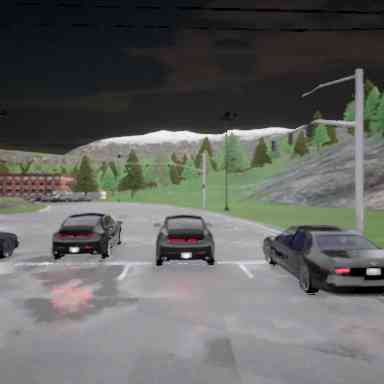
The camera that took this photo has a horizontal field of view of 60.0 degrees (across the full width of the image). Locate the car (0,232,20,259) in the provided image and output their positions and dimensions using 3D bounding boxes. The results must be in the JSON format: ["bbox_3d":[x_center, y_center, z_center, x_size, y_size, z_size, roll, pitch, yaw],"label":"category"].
[{"bbox_3d":[-7.176,1.589,9.798,2.033,1.411,5.357,0,0,-3],"label":"car"}]

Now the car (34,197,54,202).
[{"bbox_3d":[-38.561,1.879,86.701,4.718,1.301,1.895,0,0,21],"label":"car"}]

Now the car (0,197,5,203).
[{"bbox_3d":[-46.546,1.799,78.318,5.008,1.535,1.882,0,0,14],"label":"car"}]

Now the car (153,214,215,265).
[{"bbox_3d":[-0.313,1.556,11.961,1.837,1.490,4.892,0,0,-4],"label":"car"}]

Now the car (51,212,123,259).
[{"bbox_3d":[-3.891,1.560,12.931,1.837,1.490,4.892,0,0,-4],"label":"car"}]

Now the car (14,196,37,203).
[{"bbox_3d":[-37.040,1.806,74.277,4.892,1.490,1.837,0,0,28],"label":"car"}]

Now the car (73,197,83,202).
[{"bbox_3d":[-29.820,1.890,82.127,4.181,1.385,1.994,0,0,32],"label":"car"}]

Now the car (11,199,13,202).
[{"bbox_3d":[-41.629,1.828,80.386,4.181,1.385,1.994,0,0,18],"label":"car"}]

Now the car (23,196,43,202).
[{"bbox_3d":[-39.887,1.779,83.463,4.892,1.490,1.837,0,0,21],"label":"car"}]

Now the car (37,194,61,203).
[{"bbox_3d":[-32.503,1.810,75.512,4.892,1.490,1.837,0,0,35],"label":"car"}]

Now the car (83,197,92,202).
[{"bbox_3d":[-27.930,1.889,85.077,5.357,1.411,2.033,0,0,32],"label":"car"}]

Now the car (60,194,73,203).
[{"bbox_3d":[-31.027,1.848,78.745,4.674,1.442,1.812,0,0,32],"label":"car"}]

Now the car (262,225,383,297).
[{"bbox_3d":[3.367,1.584,8.874,2.033,1.411,5.357,0,0,-2],"label":"car"}]
